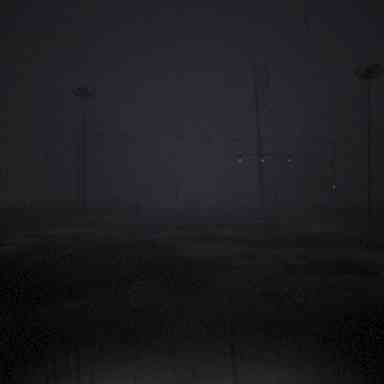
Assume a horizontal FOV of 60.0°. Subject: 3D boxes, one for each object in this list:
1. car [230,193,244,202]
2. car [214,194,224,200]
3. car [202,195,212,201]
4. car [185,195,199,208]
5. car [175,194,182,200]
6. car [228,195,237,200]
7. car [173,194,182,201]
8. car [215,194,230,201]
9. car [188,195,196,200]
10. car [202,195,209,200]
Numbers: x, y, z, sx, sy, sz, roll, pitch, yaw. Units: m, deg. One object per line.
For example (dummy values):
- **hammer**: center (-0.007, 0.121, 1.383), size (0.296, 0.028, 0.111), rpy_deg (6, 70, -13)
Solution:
- **car**: center (10.510, 1.135, 76.611), size (2.150, 2.045, 5.566), rpy_deg (0, 0, 0)
- **car**: center (7.011, 1.381, 87.122), size (2.033, 1.411, 5.357), rpy_deg (0, 0, 0)
- **car**: center (3.510, 1.410, 76.932), size (1.837, 1.490, 4.892), rpy_deg (0, 0, 0)
- **car**: center (0.006, 1.509, 46.891), size (1.994, 1.385, 4.181), rpy_deg (0, 0, 0)
- **car**: center (-3.489, 1.370, 87.124), size (1.812, 1.442, 4.674), rpy_deg (0, 0, 0)
- **car**: center (10.511, 1.436, 87.151), size (1.895, 1.301, 4.718), rpy_deg (0, 0, 0)
- **car**: center (-3.490, 1.410, 77.001), size (1.837, 1.490, 4.892), rpy_deg (0, 0, 0)
- **car**: center (7.010, 1.265, 76.904), size (2.097, 1.767, 4.553), rpy_deg (0, 0, 0)
- **car**: center (0.011, 1.441, 87.154), size (1.895, 1.301, 4.718), rpy_deg (0, 0, 0)
- **car**: center (3.511, 1.439, 87.153), size (1.895, 1.301, 4.718), rpy_deg (0, 0, 0)
